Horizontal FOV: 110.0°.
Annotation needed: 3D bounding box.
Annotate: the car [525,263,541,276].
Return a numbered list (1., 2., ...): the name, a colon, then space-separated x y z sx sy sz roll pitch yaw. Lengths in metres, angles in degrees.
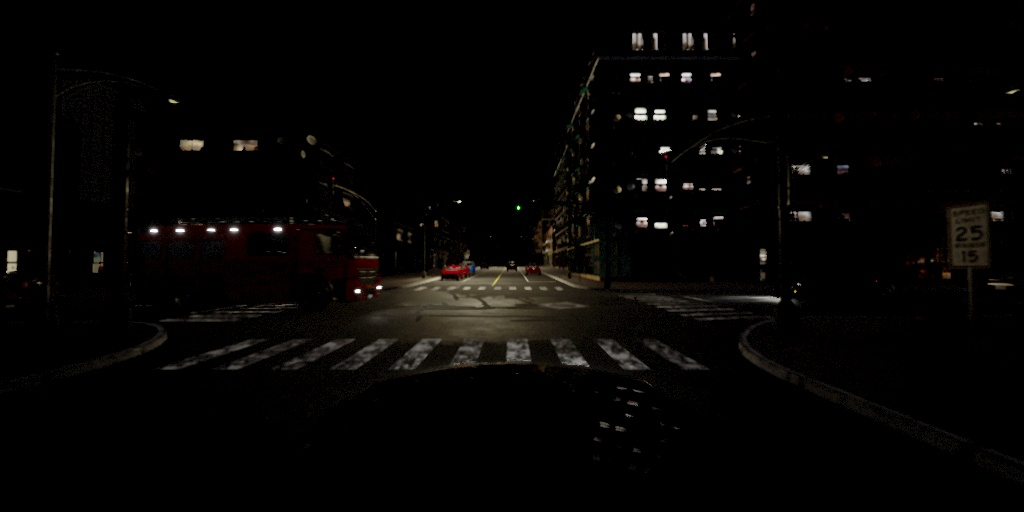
1. car: 2.683 1.677 46.339 1.967 1.591 4.097 0 0 0

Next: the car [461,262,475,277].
1. car: -5.697 1.719 40.589 1.888 1.381 4.507 0 0 0

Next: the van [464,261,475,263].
1. van: -5.698 1.577 46.277 1.690 1.789 3.998 0 0 0

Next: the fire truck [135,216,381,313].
1. fire truck: -10.146 0.277 14.968 8.468 3.827 2.891 -1 -1 1

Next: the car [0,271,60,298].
1. car: -29.317 1.716 20.923 4.097 1.591 1.967 0 0 1

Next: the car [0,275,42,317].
1. car: -19.296 1.478 12.197 4.507 1.381 1.888 0 0 1

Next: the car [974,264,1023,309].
1. car: 18.172 1.059 11.878 4.097 1.591 1.967 0 0 1

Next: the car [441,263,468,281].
1. car: -5.772 1.657 34.908 1.888 1.381 4.507 0 0 0

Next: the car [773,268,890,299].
1. car: 15.497 1.380 17.824 4.181 1.385 1.994 0 -2 1

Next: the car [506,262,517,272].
1. car: -0.011 1.902 62.170 2.128 1.511 4.902 0 -1 0

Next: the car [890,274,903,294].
1. car: 19.473 1.409 20.446 4.507 1.381 1.888 0 0 1
